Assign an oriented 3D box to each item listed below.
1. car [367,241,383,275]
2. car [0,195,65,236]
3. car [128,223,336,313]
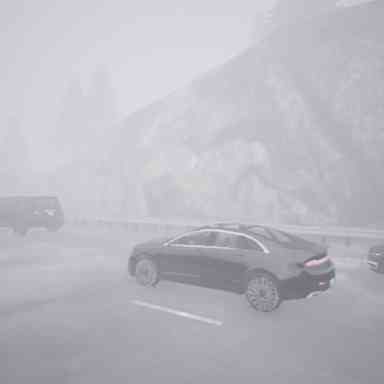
[{"bbox_3d":[6.789,1.481,7.644,4.892,1.490,1.837,0,0,36],"label":"car"},{"bbox_3d":[-9.457,1.198,18.392,5.566,2.045,2.150,0,0,32],"label":"car"},{"bbox_3d":[0.646,1.476,7.655,4.902,1.511,2.128,0,0,34],"label":"car"}]
